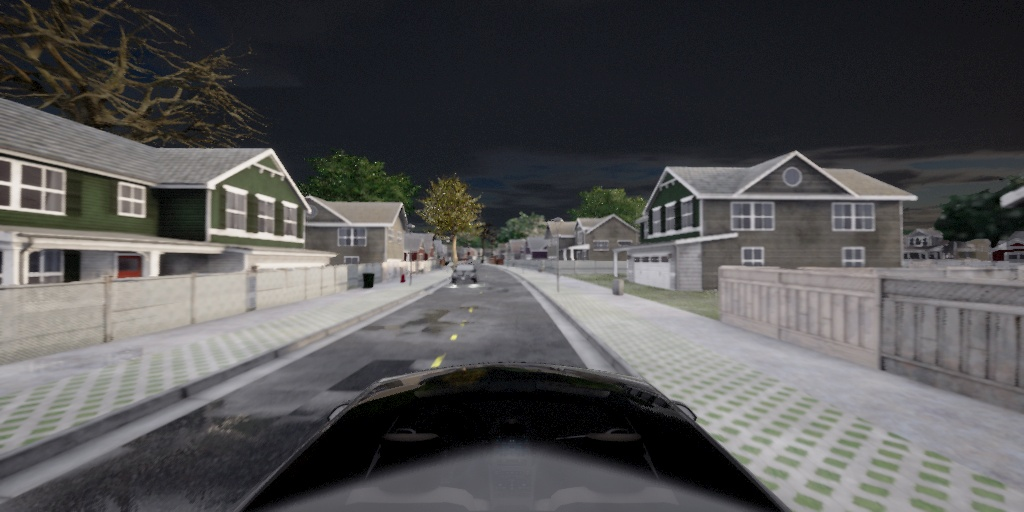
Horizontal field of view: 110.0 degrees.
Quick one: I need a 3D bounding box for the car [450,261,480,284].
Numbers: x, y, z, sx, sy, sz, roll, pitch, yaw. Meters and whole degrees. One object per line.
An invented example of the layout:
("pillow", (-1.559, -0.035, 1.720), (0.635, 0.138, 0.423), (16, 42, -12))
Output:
("car", (-3.594, 1.330, 27.896), (1.812, 1.442, 4.674), (0, 0, -3))
